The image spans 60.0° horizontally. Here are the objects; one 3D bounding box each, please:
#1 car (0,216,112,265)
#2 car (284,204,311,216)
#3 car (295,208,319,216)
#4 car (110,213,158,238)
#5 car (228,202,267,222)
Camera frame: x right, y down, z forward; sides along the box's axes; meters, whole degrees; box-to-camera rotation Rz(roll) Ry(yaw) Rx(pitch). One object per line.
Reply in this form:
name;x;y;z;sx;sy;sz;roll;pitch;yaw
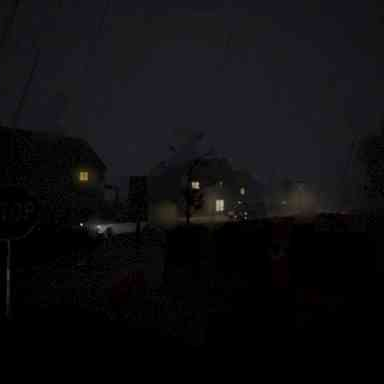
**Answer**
car;-5.912;1.754;12.687;2.033;1.411;5.357;1;-1;33
car;14.794;2.464;46.311;2.128;1.511;4.902;1;-1;35
car;14.122;2.707;40.523;2.128;1.511;4.902;1;-1;36
car;-4.230;1.947;19.553;1.895;1.301;4.718;1;-1;35
car;5.724;2.070;33.633;2.150;2.045;5.566;1;-1;35
